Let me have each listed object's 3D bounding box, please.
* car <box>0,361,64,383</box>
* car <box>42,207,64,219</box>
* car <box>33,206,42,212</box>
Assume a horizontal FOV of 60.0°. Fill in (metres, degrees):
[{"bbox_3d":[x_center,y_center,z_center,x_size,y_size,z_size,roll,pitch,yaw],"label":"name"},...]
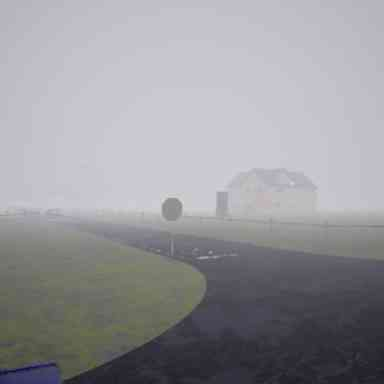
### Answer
[{"bbox_3d":[-2.732,1.622,0.988,4.718,1.301,1.895,1,-1,-31],"label":"car"},{"bbox_3d":[-19.841,3.114,47.984,2.033,1.411,5.357,2,-3,-31],"label":"car"},{"bbox_3d":[-36.923,4.354,81.439,1.994,1.385,4.181,2,-3,-31],"label":"car"}]
